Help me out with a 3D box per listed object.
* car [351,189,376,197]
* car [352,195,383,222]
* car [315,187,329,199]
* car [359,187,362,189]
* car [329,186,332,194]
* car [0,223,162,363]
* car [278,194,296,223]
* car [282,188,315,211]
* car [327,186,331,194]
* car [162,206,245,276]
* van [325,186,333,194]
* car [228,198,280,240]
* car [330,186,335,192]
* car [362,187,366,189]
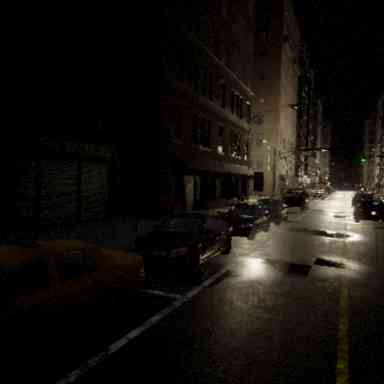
[{"bbox_3d":[16.904,0.828,32.944,1.882,1.535,5.008,3,2,25],"label":"car"},{"bbox_3d":[11.407,1.158,21.126,1.994,1.385,4.181,2,2,25],"label":"car"},{"bbox_3d":[20.239,0.321,53.002,2.008,1.369,4.403,2,2,25],"label":"car"},{"bbox_3d":[39.021,-0.004,74.330,1.967,1.590,4.097,2,2,25],"label":"car"},{"bbox_3d":[24.772,0.092,62.734,1.752,1.417,4.829,2,2,25],"label":"car"},{"bbox_3d":[-2.423,1.302,4.331,1.752,1.417,4.829,2,2,25],"label":"car"},{"bbox_3d":[4.501,1.023,19.205,2.008,1.369,4.403,2,2,25],"label":"car"},{"bbox_3d":[9.076,0.584,29.009,2.192,1.841,5.009,2,2,25],"label":"car"},{"bbox_3d":[22.541,0.212,57.946,1.887,1.381,4.507,2,2,25],"label":"car"},{"bbox_3d":[-0.069,1.257,9.394,1.802,1.307,4.206,2,2,25],"label":"car"},{"bbox_3d":[34.056,-0.516,82.655,1.690,1.788,3.998,2,2,25],"label":"van"},{"bbox_3d":[2.217,1.125,14.299,2.008,1.369,4.403,2,2,25],"label":"car"},{"bbox_3d":[31.748,-0.186,77.720,1.947,1.339,4.313,2,2,25],"label":"car"},{"bbox_3d":[34.417,0.206,64.442,1.967,1.590,4.097,2,2,25],"label":"car"}]
